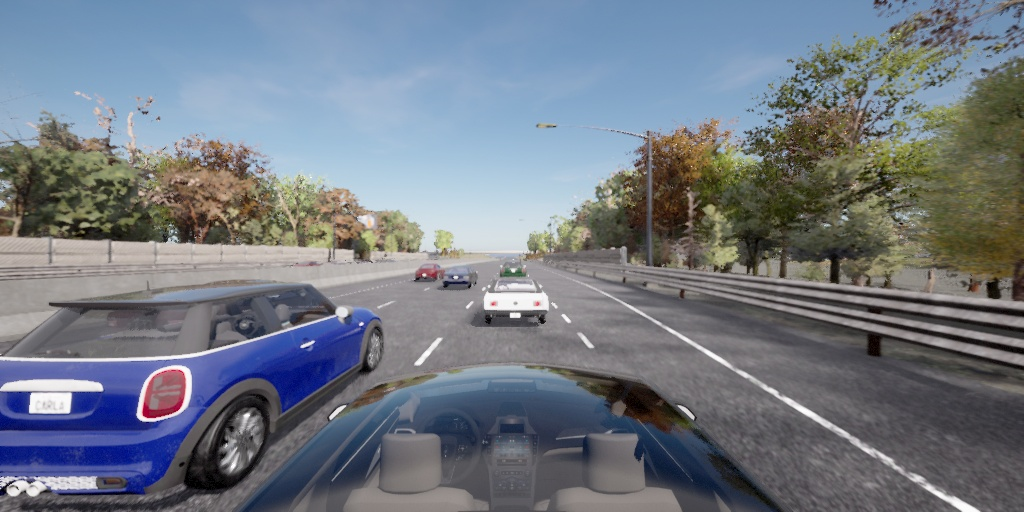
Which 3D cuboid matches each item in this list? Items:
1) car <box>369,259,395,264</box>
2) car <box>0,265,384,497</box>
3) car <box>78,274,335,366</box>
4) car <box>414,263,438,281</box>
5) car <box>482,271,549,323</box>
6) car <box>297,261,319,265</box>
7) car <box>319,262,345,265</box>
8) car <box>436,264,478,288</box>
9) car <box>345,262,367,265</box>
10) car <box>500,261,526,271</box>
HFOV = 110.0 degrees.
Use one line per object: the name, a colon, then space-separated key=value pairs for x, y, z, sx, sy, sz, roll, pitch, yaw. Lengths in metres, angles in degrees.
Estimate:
car: x=-17.576 y=1.228 z=49.735 sx=2.097 sy=1.767 sz=4.553 roll=0 pitch=0 yaw=0
car: x=-3.401 y=1.108 z=4.770 sx=2.097 sy=1.767 sz=4.553 roll=0 pitch=0 yaw=0
car: x=-6.899 y=1.312 z=9.211 sx=2.033 sy=1.411 sz=5.357 roll=0 pitch=0 yaw=0
car: x=-6.902 y=1.342 z=30.544 sx=1.812 sy=1.442 sz=4.674 roll=0 pitch=0 yaw=0
car: x=0.100 y=1.372 z=12.250 sx=1.895 sy=1.301 sz=4.718 roll=0 pitch=0 yaw=0
car: x=-28.066 y=1.400 z=49.135 sx=1.812 sy=1.442 sz=4.674 roll=0 pitch=0 yaw=0
car: x=-24.564 y=1.479 z=50.345 sx=1.895 sy=1.301 sz=4.718 roll=0 pitch=0 yaw=0
car: x=-3.400 y=1.347 z=24.218 sx=2.033 sy=1.411 sz=5.357 roll=0 pitch=0 yaw=0
car: x=-21.069 y=1.479 z=50.477 sx=1.895 sy=1.301 sz=4.718 roll=0 pitch=0 yaw=0
car: x=0.096 y=1.165 z=29.239 sx=2.097 sy=1.767 sz=4.553 roll=0 pitch=0 yaw=0
